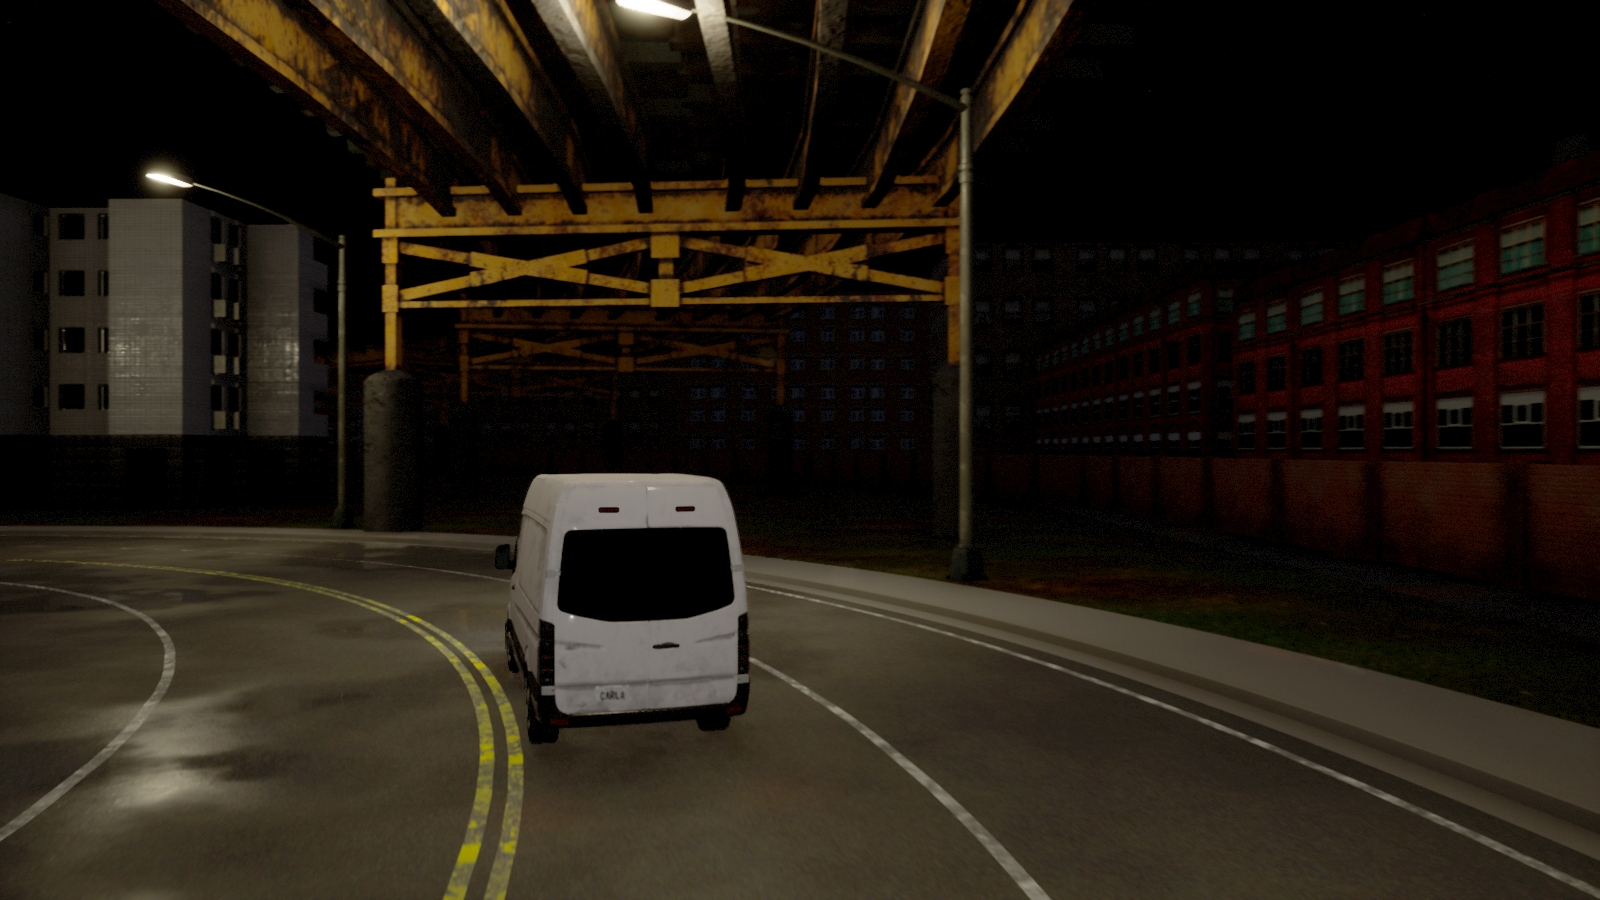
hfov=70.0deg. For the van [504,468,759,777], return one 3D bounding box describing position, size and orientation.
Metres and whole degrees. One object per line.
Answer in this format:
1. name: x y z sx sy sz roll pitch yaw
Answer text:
1. van: -2.194 1.536 12.959 1.988 2.561 5.915 0 0 -17
